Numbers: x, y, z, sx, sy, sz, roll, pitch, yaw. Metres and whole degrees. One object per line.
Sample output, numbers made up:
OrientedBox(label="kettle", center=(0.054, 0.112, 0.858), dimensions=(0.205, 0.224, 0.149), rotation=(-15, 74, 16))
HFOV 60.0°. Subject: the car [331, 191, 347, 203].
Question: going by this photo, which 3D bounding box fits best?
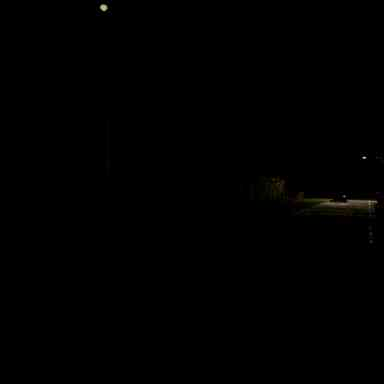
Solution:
OrientedBox(label="car", center=(22.539, 0.704, 50.921), dimensions=(2.097, 1.767, 4.553), rotation=(2, 1, 28))
